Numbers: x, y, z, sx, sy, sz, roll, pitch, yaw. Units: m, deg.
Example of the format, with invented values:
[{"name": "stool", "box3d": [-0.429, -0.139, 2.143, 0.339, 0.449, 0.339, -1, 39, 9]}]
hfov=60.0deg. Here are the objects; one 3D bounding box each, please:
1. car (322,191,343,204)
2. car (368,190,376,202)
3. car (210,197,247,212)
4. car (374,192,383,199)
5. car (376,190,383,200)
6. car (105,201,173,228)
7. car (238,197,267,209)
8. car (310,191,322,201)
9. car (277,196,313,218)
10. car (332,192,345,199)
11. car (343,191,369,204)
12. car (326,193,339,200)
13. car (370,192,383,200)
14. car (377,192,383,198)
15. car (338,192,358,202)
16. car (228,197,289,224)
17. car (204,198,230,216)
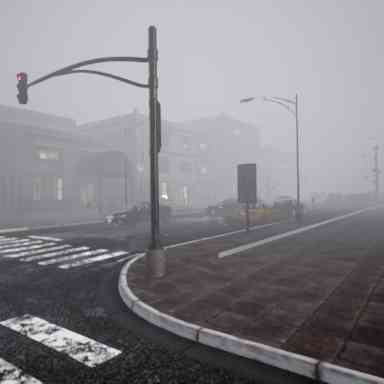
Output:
[{"name": "car", "box3d": [21.428, 0.808, 49.517, 2.097, 1.767, 4.553, -1, 0, 36]}, {"name": "car", "box3d": [27.065, 0.858, 52.085, 1.837, 1.490, 4.892, -1, 0, 36]}, {"name": "car", "box3d": [4.004, 1.285, 35.394, 1.752, 1.417, 4.829, -1, 0, 36]}, {"name": "car", "box3d": [40.177, 0.718, 70.863, 1.947, 1.339, 4.313, -1, 0, 36]}, {"name": "car", "box3d": [33.663, 0.567, 61.915, 2.192, 1.841, 5.009, -1, 0, 36]}, {"name": "car", "box3d": [-3.258, 1.356, 21.009, 2.128, 1.511, 4.902, -1, 0, 37]}, {"name": "car", "box3d": [7.360, 1.288, 40.006, 1.802, 1.307, 4.206, -1, 0, 36]}, {"name": "car", "box3d": [23.634, 0.764, 62.374, 2.192, 1.841, 5.009, -1, 0, 36]}, {"name": "car", "box3d": [7.622, 1.215, 26.126, 2.008, 1.369, 4.403, -1, 0, 36]}, {"name": "car", "box3d": [33.402, 0.739, 75.795, 1.967, 1.590, 4.097, -1, 0, 36]}, {"name": "car", "box3d": [22.942, 0.896, 46.429, 1.882, 1.535, 5.008, -1, 0, 36]}, {"name": "car", "box3d": [30.148, 0.931, 71.322, 1.802, 1.307, 4.206, -1, 0, 36]}, {"name": "car", "box3d": [36.921, 0.768, 66.389, 1.947, 1.339, 4.313, -1, 0, 36]}, {"name": "car", "box3d": [43.258, 0.650, 75.085, 1.887, 1.381, 4.507, -1, 0, 36]}, {"name": "car", "box3d": [26.662, 0.866, 56.715, 2.128, 1.511, 4.902, -1, 0, 36]}, {"name": "car", "box3d": [4.466, 1.240, 21.789, 1.752, 1.417, 4.829, -1, 0, 36]}, {"name": "car", "box3d": [3.067, 1.364, 29.716, 1.895, 1.301, 4.718, -1, 0, 36]}]
